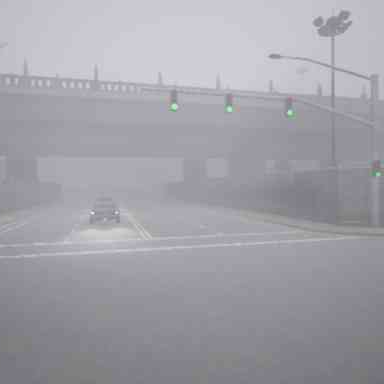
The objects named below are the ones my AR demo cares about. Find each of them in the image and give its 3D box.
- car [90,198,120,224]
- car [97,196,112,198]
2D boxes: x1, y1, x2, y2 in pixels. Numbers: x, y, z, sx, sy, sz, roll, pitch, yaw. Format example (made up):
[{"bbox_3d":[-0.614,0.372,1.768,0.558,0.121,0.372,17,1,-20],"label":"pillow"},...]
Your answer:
[{"bbox_3d":[-5.945,1.346,22.673,1.895,1.301,4.718,-1,1,-15],"label":"car"},{"bbox_3d":[-8.459,1.135,32.216,1.837,1.490,4.892,-1,1,-15],"label":"car"}]
